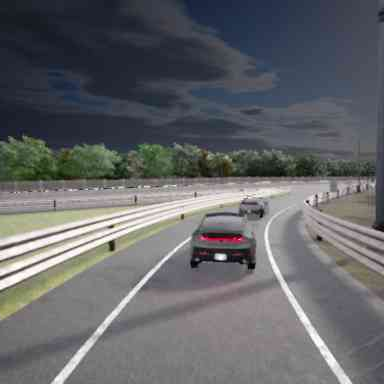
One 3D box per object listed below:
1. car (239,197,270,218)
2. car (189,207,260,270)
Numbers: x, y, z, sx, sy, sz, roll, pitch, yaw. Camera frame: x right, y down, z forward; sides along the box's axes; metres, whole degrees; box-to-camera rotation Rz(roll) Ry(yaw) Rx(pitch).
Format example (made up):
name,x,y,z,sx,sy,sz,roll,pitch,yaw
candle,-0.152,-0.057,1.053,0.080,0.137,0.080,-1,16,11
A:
name,x,y,z,sx,sy,sz,roll,pitch,yaw
car,4.870,1.100,25.836,2.128,1.511,4.902,1,2,20
car,1.089,1.411,10.803,1.837,1.490,4.892,1,0,9
